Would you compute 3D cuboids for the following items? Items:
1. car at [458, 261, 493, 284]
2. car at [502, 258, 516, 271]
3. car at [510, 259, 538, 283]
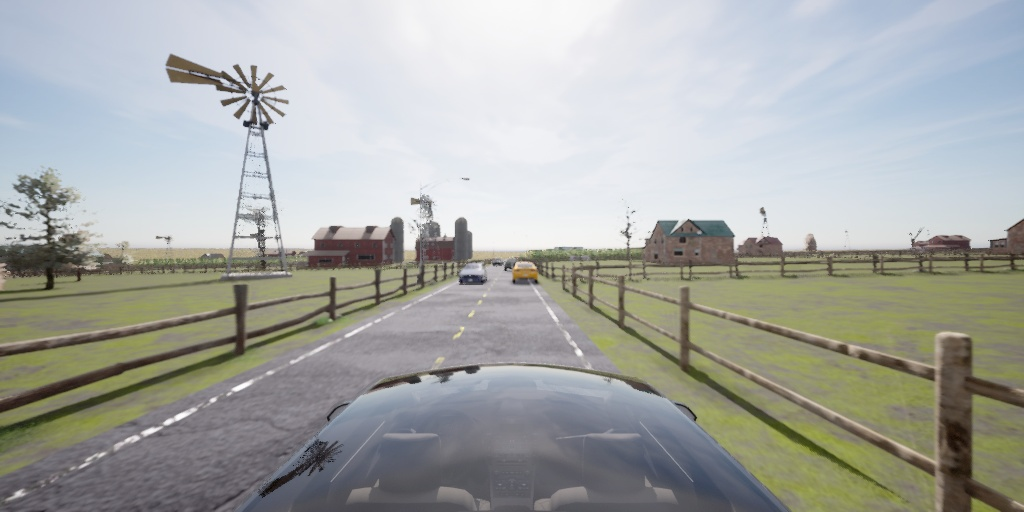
[{"bbox_3d":[-2.844,1.284,27.280,2.033,1.411,5.357,0,0,0],"label":"car"},{"bbox_3d":[0.036,1.087,49.162,2.097,1.767,4.553,0,0,1],"label":"car"},{"bbox_3d":[0.967,1.214,28.002,1.882,1.535,5.008,0,0,0],"label":"car"}]
